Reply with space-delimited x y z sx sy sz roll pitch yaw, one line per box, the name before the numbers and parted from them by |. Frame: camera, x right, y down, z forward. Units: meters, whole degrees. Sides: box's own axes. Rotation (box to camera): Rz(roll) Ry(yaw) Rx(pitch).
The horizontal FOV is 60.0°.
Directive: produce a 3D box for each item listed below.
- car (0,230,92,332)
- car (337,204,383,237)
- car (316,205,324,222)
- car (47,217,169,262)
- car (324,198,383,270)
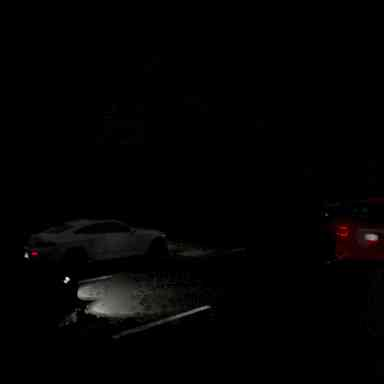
car | -4.097 1.604 5.442 4.181 1.385 1.994 0 0 -37
car | 9.901 1.462 18.495 1.812 1.442 4.674 0 0 45
car | 10.946 1.410 24.508 1.882 1.535 5.008 0 0 45
car | -2.917 1.560 10.890 4.674 1.442 1.812 0 0 -41
car | 6.306 1.181 9.978 5.566 2.045 2.150 0 0 -44
